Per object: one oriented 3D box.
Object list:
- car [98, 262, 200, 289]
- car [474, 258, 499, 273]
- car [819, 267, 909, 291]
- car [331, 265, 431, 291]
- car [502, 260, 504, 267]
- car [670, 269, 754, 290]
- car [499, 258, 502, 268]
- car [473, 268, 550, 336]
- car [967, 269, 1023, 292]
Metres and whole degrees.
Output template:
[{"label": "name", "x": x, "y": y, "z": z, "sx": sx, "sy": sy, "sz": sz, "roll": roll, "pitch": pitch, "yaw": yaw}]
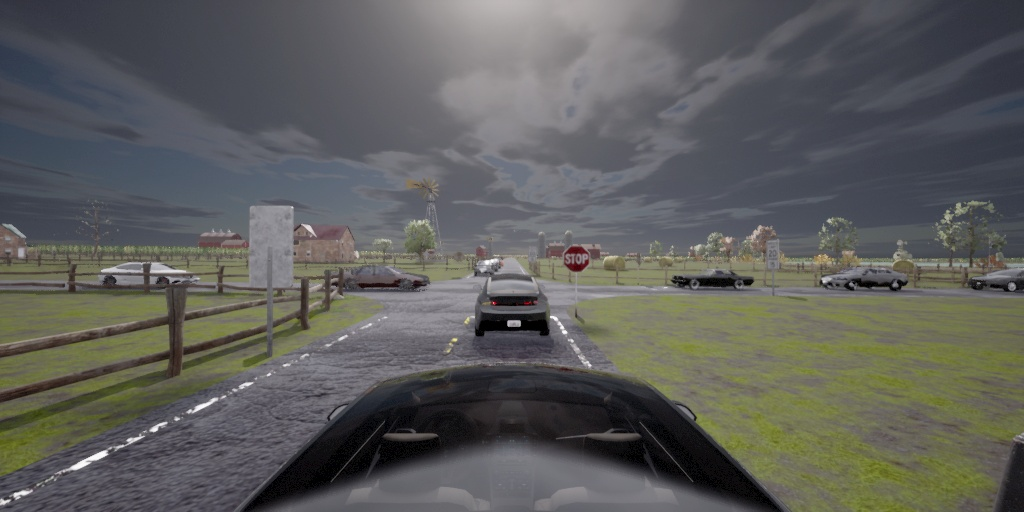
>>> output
[{"label": "car", "x": -20.483, "y": 1.069, "z": 20.318, "sx": 4.674, "sy": 1.442, "sz": 1.812, "roll": 1, "pitch": -1, "yaw": -1}, {"label": "car", "x": -2.809, "y": 1.240, "z": 37.069, "sx": 2.128, "sy": 1.511, "sz": 4.902, "roll": 0, "pitch": 0, "yaw": 0}, {"label": "car", "x": 23.235, "y": 1.494, "z": 23.805, "sx": 4.902, "sy": 1.511, "sz": 2.128, "roll": 1, "pitch": -1, "yaw": -1}, {"label": "car", "x": -7.473, "y": 1.222, "z": 20.480, "sx": 5.357, "sy": 1.411, "sz": 2.033, "roll": 1, "pitch": -1, "yaw": -1}, {"label": "car", "x": -2.737, "y": 1.235, "z": 56.948, "sx": 2.128, "sy": 1.511, "sz": 4.902, "roll": 0, "pitch": 0, "yaw": 1}, {"label": "car", "x": 13.084, "y": 1.507, "z": 23.652, "sx": 4.718, "sy": 1.301, "sz": 1.895, "roll": 1, "pitch": -1, "yaw": -2}, {"label": "car", "x": -2.789, "y": 1.238, "z": 46.590, "sx": 2.128, "sy": 1.511, "sz": 4.902, "roll": 0, "pitch": 0, "yaw": 0}, {"label": "car", "x": -0.061, "y": 1.256, "z": 10.378, "sx": 1.837, "sy": 1.490, "sz": 4.892, "roll": 0, "pitch": 0, "yaw": -3}, {"label": "car", "x": 33.550, "y": 1.602, "z": 23.922, "sx": 4.892, "sy": 1.490, "sz": 1.837, "roll": 1, "pitch": -1, "yaw": 0}]
